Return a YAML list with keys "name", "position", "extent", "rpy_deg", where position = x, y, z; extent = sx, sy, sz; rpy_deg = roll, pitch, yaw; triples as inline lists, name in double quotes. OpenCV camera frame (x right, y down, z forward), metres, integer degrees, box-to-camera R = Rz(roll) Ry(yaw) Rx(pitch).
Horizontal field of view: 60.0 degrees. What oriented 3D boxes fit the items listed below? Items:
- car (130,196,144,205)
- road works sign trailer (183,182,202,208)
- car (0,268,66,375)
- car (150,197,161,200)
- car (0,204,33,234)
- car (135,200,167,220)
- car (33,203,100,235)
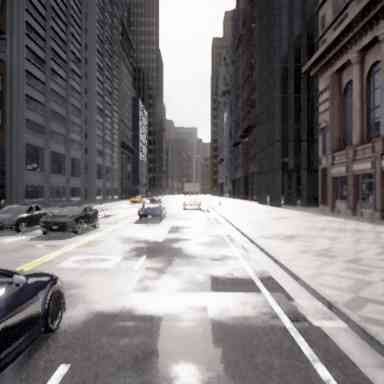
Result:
- name: "car"
  position: [-9.777, 1.418, 59.351]
  extent: [1.882, 1.535, 5.008]
  rpy_deg: [0, 0, 1]
- name: "road works sign trailer"
  position: [0.010, 0.394, 45.298]
  extent: [2.380, 3.560, 2.880]
  rpy_deg: [0, 0, 0]
- name: "car"
  position: [-3.150, 1.551, 4.047]
  extent: [1.994, 1.385, 4.181]
  rpy_deg: [0, 0, 0]
- name: "car"
  position: [-6.534, 1.505, 59.412]
  extent: [1.994, 1.385, 4.181]
  rpy_deg: [0, 0, 1]
- name: "car"
  position: [-9.845, 1.459, 19.063]
  extent: [1.837, 1.490, 4.892]
  rpy_deg: [0, 0, 0]
- name: "car"
  position: [-3.145, 1.544, 27.088]
  extent: [1.895, 1.301, 4.718]
  rpy_deg: [0, 0, 0]
- name: "car"
  position: [-6.595, 1.433, 18.506]
  extent: [1.882, 1.535, 5.008]
  rpy_deg: [0, 0, 0]
